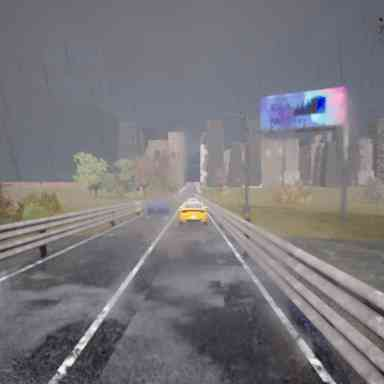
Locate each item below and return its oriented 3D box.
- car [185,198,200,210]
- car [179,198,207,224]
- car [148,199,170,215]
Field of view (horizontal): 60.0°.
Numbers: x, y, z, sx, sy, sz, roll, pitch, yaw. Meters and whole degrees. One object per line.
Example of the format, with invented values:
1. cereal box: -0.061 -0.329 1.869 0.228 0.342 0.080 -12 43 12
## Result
1. car: 0.085 1.512 42.552 1.812 1.442 4.674 0 0 0
2. car: 0.100 1.470 24.376 1.882 1.535 5.008 0 0 0
3. car: -3.265 1.467 33.563 1.882 1.535 5.008 0 0 0
